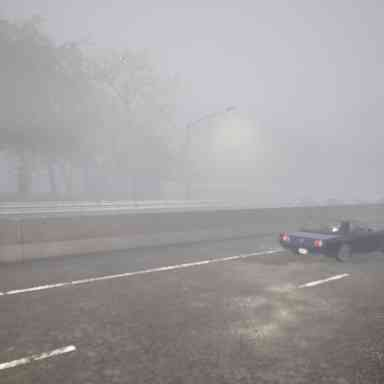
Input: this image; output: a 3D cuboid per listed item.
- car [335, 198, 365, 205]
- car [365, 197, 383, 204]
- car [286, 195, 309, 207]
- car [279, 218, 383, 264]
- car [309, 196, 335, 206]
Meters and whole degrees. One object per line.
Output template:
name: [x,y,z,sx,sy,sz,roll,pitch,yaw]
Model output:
car: [19.283,1.499,39.221,4.674,1.442,1.812,0,0,-35]
car: [21.448,1.326,36.465,4.553,1.767,2.097,0,0,-35]
car: [14.552,1.324,44.354,4.553,1.767,2.097,0,0,-36]
car: [5.347,1.589,11.867,4.718,1.301,1.895,0,0,-35]
car: [17.428,1.478,42.194,4.892,1.490,1.837,0,0,-35]
